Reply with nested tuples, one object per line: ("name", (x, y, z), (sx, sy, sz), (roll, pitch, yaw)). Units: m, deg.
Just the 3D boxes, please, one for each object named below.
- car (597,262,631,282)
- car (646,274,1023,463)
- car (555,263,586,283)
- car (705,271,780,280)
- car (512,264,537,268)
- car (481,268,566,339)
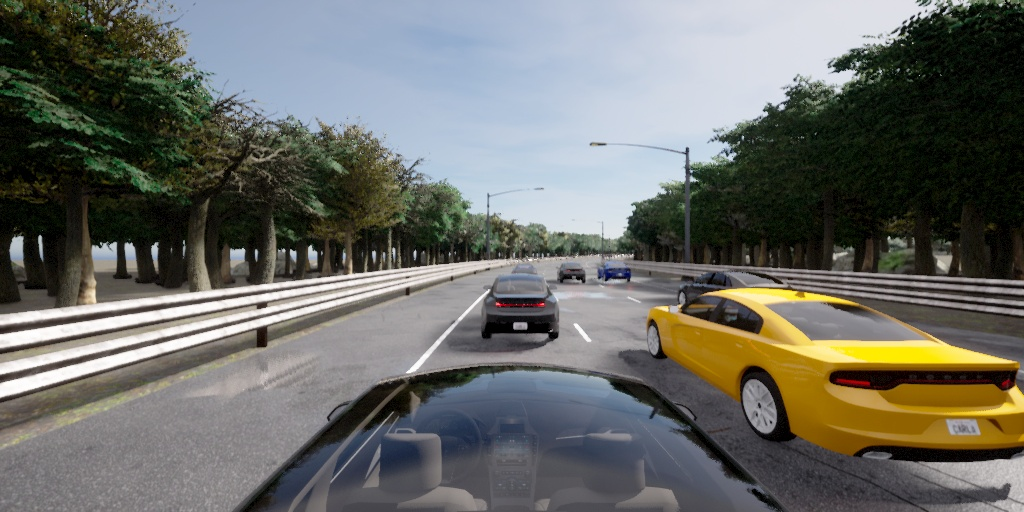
("car", (8.043, 1.204, 28.590), (1.882, 1.535, 5.008), (0, 0, 4))
("car", (3.653, 1.224, 5.362), (1.882, 1.535, 5.008), (0, 0, 0))
("car", (4.459, 1.233, 27.356), (1.837, 1.490, 4.892), (0, 0, 3))
("car", (7.267, 1.245, 11.991), (1.837, 1.490, 4.892), (0, 0, 2))
("car", (0.961, 1.292, 27.489), (1.994, 1.385, 4.181), (0, 0, 3))
("car", (0.225, 1.247, 10.065), (1.837, 1.490, 4.892), (0, 0, 1))
